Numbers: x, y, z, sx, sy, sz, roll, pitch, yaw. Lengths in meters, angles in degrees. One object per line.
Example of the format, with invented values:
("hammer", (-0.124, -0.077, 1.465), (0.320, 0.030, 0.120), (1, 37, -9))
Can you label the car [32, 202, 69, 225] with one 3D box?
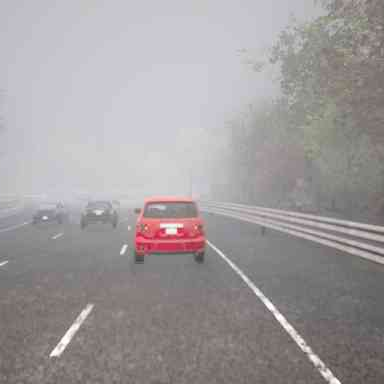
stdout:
("car", (-9.847, 1.453, 23.362), (1.812, 1.442, 4.674), (0, 0, -13))

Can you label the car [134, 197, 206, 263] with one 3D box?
("car", (-0.881, 1.172, 11.944), (2.150, 2.045, 5.566), (0, 0, -7))

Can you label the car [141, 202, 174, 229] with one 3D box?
("car", (-2.384, 1.438, 21.978), (1.812, 1.442, 4.674), (0, 0, -11))

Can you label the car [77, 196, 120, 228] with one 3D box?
("car", (-5.949, 1.275, 21.809), (2.097, 1.767, 4.553), (0, 0, -11))

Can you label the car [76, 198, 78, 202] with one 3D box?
("car", (-20.961, 1.384, 64.388), (1.895, 1.301, 4.718), (0, 0, -35))

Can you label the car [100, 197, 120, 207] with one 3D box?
("car", (-12.365, 1.420, 50.148), (1.895, 1.301, 4.718), (0, 0, -27))
